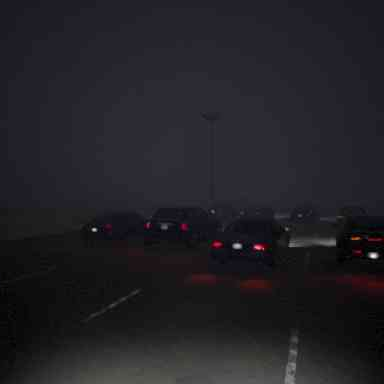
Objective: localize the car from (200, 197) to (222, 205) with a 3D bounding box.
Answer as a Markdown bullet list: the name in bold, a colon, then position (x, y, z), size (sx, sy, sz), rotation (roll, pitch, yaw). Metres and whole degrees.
- **car**: position (3.803, 1.679, 65.470), size (1.837, 1.490, 4.892), rotation (0, 0, 36)

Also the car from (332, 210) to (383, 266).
- **car**: position (5.891, 1.535, 11.328), size (1.837, 1.490, 4.892), rotation (0, -1, 23)

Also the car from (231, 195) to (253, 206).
- **car**: position (9.285, 1.519, 61.136), size (2.097, 1.767, 4.553), rotation (0, 0, 36)

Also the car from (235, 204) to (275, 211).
- **car**: position (5.445, 1.676, 27.388), size (1.895, 1.301, 4.718), rotation (0, 0, 27)

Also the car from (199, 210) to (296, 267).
- **car**: position (2.235, 1.580, 11.676), size (2.033, 1.411, 5.357), rotation (0, 0, 23)

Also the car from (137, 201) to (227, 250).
- **car**: position (-0.229, 1.391, 14.808), size (2.097, 1.767, 4.553), rotation (0, 0, 23)

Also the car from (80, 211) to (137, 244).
- **car**: position (-3.434, 1.606, 16.214), size (1.994, 1.385, 4.181), rotation (0, 0, 23)

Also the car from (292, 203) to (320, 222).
- **car**: position (9.198, 1.602, 27.026), size (1.812, 1.442, 4.674), rotation (0, 0, 27)

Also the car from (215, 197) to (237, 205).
- **car**: position (6.519, 1.675, 63.250), size (1.837, 1.490, 4.892), rotation (0, 0, 36)

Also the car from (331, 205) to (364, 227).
- **car**: position (11.073, 1.615, 23.037), size (2.033, 1.411, 5.357), rotation (0, 0, 27)

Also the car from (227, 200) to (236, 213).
- **car**: position (2.663, 1.645, 29.614), size (1.994, 1.385, 4.181), rotation (0, 0, 27)

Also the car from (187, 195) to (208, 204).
- **car**: position (1.101, 1.534, 67.721), size (2.097, 1.767, 4.553), rotation (0, 0, 36)
